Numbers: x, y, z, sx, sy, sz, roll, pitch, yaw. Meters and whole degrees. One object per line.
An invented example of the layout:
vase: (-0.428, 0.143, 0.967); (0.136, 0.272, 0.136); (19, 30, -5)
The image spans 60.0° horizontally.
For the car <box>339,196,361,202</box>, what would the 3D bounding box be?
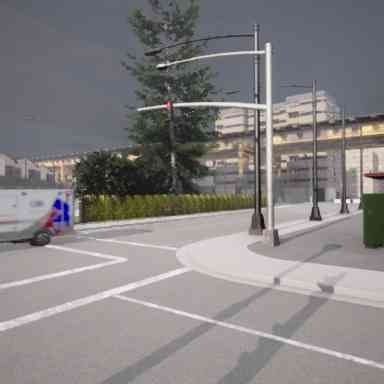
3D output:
car: (33.809, 1.424, 71.030); (4.536, 1.218, 1.853); (0, 0, -29)

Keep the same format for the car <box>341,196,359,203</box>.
car: (33.765, 1.582, 71.003); (4.974, 1.542, 2.038); (0, 0, -29)

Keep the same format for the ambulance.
ambulance: (-7.955, 1.109, 13.493); (2.351, 2.431, 6.366); (-1, 0, 36)
